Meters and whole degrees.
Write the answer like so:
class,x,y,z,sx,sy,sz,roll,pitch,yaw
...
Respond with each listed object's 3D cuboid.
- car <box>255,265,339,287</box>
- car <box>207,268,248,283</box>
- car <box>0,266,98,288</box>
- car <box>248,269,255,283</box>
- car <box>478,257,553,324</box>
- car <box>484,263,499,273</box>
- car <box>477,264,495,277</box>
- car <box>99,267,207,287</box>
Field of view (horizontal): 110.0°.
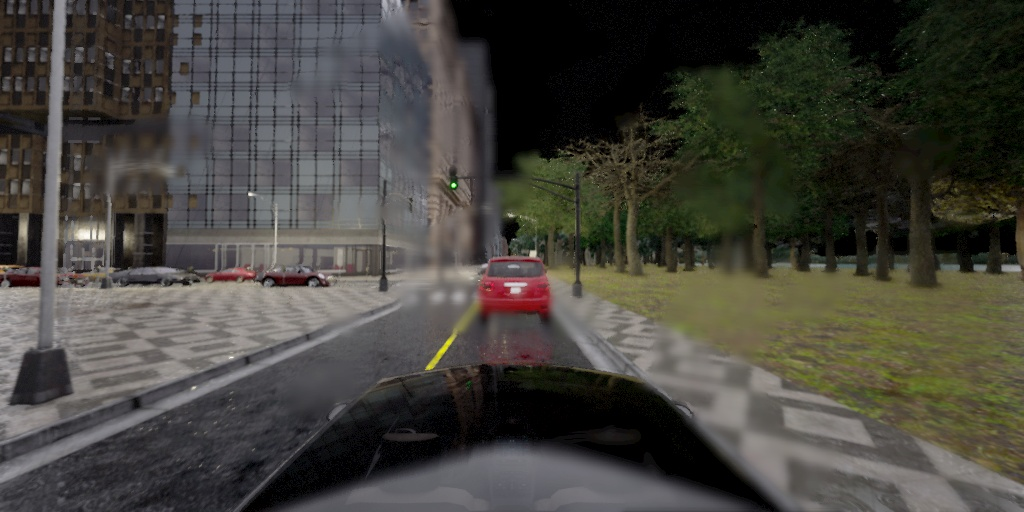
class,x,y,z,sx,sy,sz,roll,pitch,yaw
car,-13.529,1.278,22.979,4.097,1.591,1.967,0,0,-1
car,-24.474,1.714,31.492,4.207,1.307,1.802,0,0,0
car,-29.959,1.392,22.967,4.507,1.381,1.888,0,0,0
car,-15.406,1.479,25.719,5.357,1.411,2.033,0,-2,5
car,0.097,1.058,12.420,2.150,2.045,5.566,0,-1,0
car,-3.028,1.823,53.470,1.994,1.385,4.181,0,-1,1
car,-3.085,1.691,43.427,2.033,1.411,5.357,0,-1,-3
car,-25.560,1.482,25.660,5.357,1.411,2.033,0,-2,0
